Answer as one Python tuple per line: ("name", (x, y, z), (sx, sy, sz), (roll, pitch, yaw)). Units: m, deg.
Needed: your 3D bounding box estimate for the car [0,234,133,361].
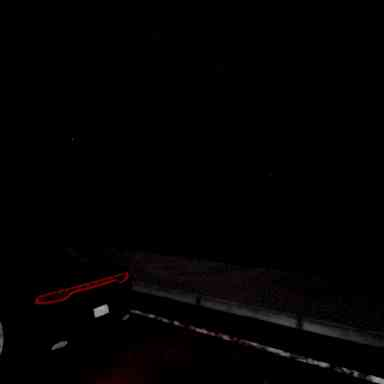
("car", (-3.309, 1.519, 6.055), (5.008, 1.535, 1.882), (0, 0, 34))
